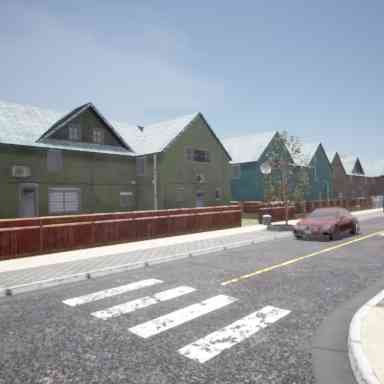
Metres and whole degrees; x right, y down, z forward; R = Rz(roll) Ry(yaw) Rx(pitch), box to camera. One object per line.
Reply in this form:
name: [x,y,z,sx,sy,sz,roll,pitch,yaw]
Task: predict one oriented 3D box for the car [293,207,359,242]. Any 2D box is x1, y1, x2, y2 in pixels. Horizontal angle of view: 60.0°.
car: [6.819,1.520,16.625,1.812,1.442,4.674,-2,-1,44]
